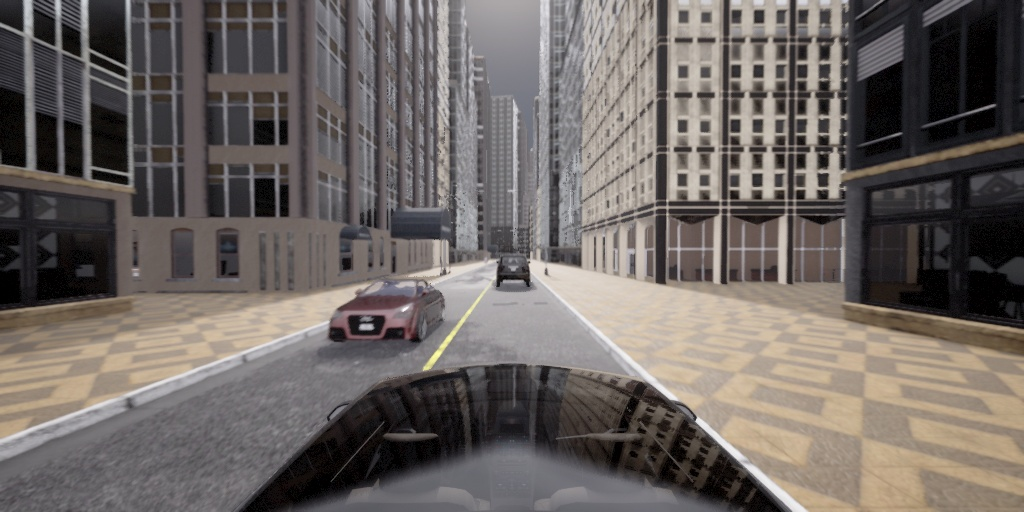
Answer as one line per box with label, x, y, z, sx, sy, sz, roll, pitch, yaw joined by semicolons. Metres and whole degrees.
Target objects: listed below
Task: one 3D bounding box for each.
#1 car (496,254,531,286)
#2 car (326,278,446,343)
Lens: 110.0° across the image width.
car;0.092;0.901;24.271;2.150;2.045;5.566;0;0;0
car;-3.025;1.288;9.482;1.994;1.385;4.181;0;0;1
